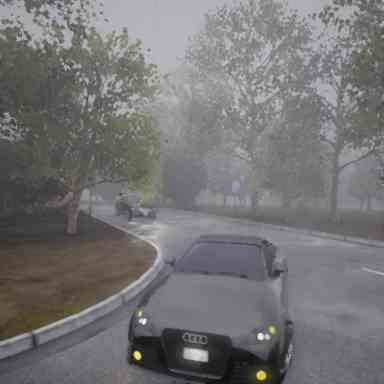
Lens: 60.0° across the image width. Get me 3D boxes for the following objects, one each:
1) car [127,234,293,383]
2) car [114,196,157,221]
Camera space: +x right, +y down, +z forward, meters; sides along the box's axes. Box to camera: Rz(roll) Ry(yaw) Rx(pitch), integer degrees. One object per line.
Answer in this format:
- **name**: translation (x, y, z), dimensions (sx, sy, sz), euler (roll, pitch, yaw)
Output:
- **car**: translation (0.593, 1.472, 5.563), dimensions (1.994, 1.385, 4.181), euler (1, 4, 16)
- **car**: translation (-3.867, 1.018, 22.344), dimensions (2.128, 1.511, 4.902), euler (1, 1, -27)
